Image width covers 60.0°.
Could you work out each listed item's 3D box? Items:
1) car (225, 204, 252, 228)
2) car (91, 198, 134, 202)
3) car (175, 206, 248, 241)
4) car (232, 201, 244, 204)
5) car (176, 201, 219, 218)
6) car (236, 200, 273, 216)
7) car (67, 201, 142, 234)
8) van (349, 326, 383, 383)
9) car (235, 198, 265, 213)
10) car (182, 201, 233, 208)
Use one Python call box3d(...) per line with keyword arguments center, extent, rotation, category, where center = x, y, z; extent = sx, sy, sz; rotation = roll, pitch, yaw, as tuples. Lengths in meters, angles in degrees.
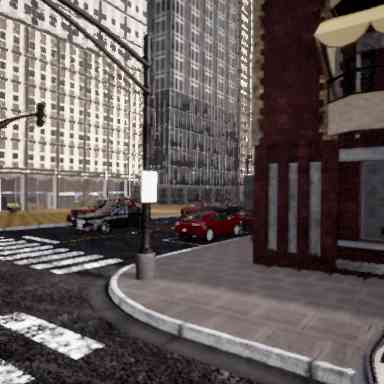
box3d(center=(4.165, 1.709, 22.036), extent=(1.887, 1.381, 4.507), rotation=(1, 0, 36), category="car")
box3d(center=(-5.861, 1.324, 22.458), extent=(2.192, 1.841, 5.009), rotation=(1, 0, 36), category="car")
box3d(center=(0.930, 1.679, 17.554), extent=(1.887, 1.381, 4.507), rotation=(1, 0, 36), category="car")
box3d(center=(3.841, 1.666, 35.905), extent=(1.947, 1.339, 4.313), rotation=(1, 0, 36), category="car")
box3d(center=(0.606, 1.613, 31.422), extent=(1.887, 1.381, 4.507), rotation=(1, 0, 36), category="car")
box3d(center=(6.769, 1.625, 35.511), extent=(1.882, 1.535, 5.008), rotation=(1, 0, 36), category="car")
box3d(center=(-4.579, 1.532, 19.793), extent=(2.128, 1.511, 4.902), rotation=(1, 0, 36), category="car")
box3d(center=(2.591, 1.343, 1.010), extent=(3.998, 1.788, 1.690), rotation=(0, 1, 35), category="van")
box3d(center=(7.077, 1.572, 40.388), extent=(1.967, 1.590, 4.097), rotation=(1, 0, 36), category="car")
box3d(center=(1.223, 1.695, 27.842), extent=(1.895, 1.301, 4.718), rotation=(1, 0, 36), category="car")
